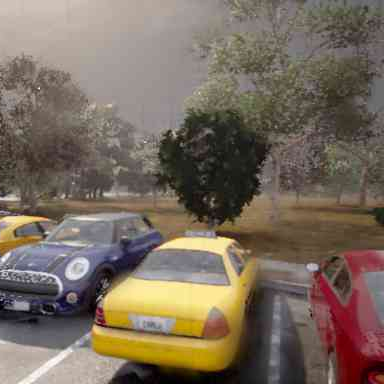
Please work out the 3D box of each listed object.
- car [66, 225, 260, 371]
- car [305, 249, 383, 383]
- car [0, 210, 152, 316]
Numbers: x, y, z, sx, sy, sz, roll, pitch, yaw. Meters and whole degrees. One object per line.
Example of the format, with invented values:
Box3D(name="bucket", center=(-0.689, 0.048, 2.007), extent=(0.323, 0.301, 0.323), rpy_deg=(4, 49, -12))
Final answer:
Box3D(name="car", center=(0.221, 1.463, 6.153), extent=(1.946, 1.575, 5.366), rpy_deg=(0, 0, 15))
Box3D(name="car", center=(2.593, 1.484, 4.252), extent=(2.097, 1.535, 5.008), rpy_deg=(0, -1, 15))
Box3D(name="car", center=(-2.244, 1.319, 7.707), extent=(2.185, 1.767, 4.553), rpy_deg=(1, 0, 15))
